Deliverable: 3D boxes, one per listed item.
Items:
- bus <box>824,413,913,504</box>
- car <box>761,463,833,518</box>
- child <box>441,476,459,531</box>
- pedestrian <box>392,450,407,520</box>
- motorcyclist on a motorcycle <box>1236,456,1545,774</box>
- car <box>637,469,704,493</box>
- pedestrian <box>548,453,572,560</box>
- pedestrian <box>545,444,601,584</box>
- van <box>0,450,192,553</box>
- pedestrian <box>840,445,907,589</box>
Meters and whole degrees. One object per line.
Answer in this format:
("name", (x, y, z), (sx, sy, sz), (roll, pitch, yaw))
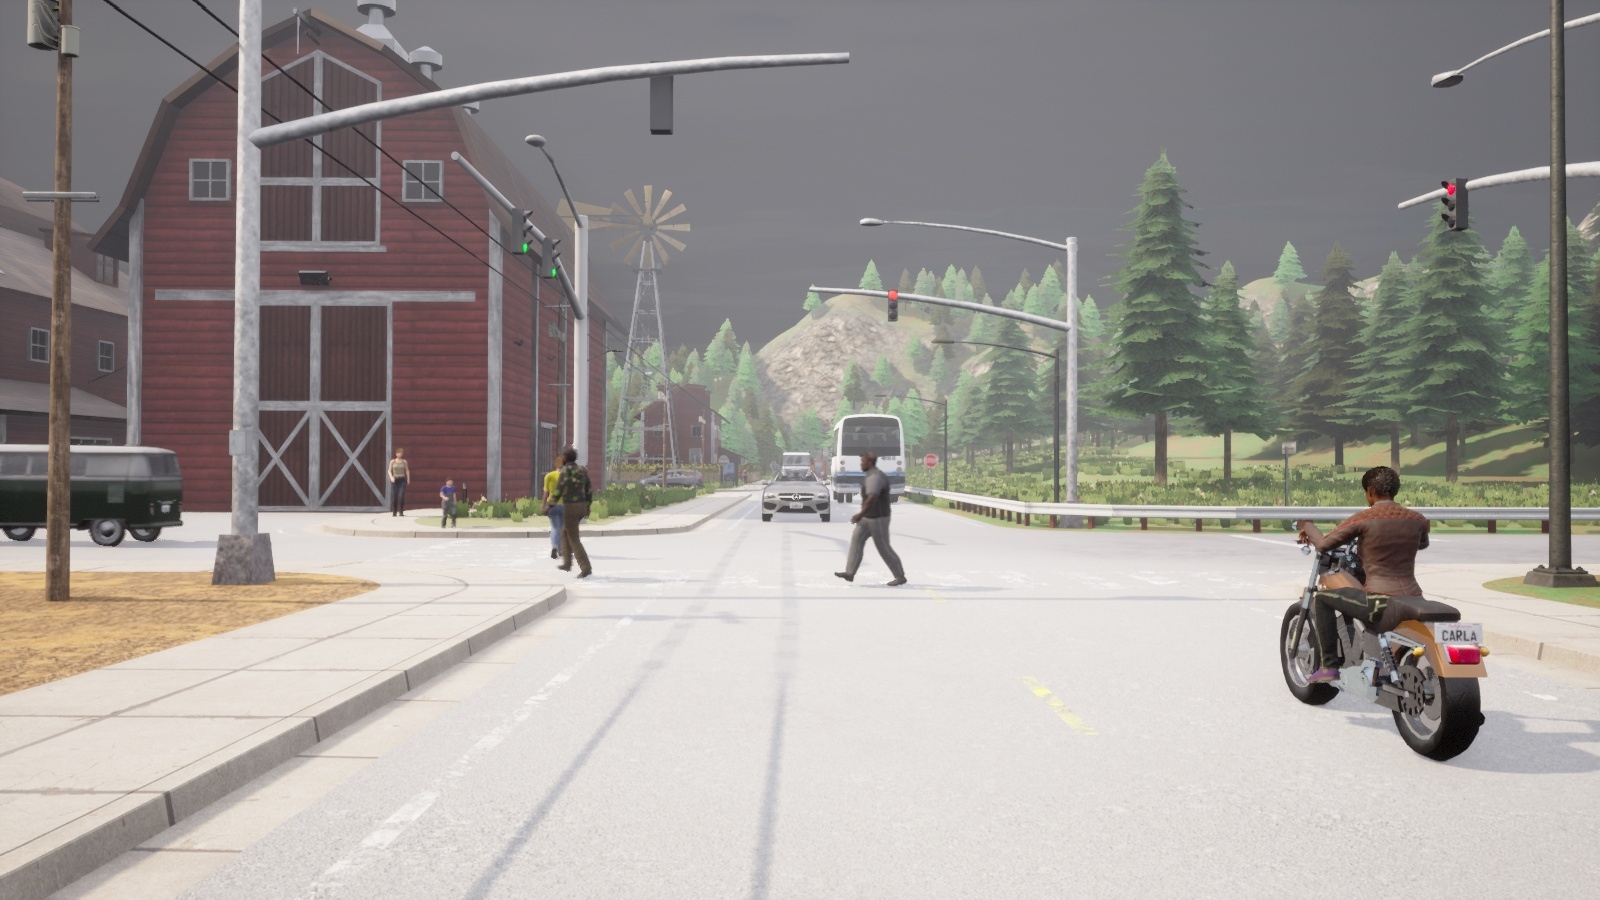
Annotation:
("bus", (3.324, 0.485, 64.242), (3.944, 4.253, 10.273), (0, -1, 0))
("car", (-0.108, 1.258, 40.282), (2.152, 1.651, 5.027), (0, -1, 0))
("child", (-8.186, 1.240, 29.375), (0.270, 1.263, 0.437), (0, -1, -37))
("pedestrian", (-10.516, 0.915, 32.979), (0.345, 1.836, 0.594), (0, -1, -21))
("motorcyclist on a motorcycle", (3.479, 0.878, 7.710), (0.766, 1.649, 2.350), (0, -1, 0))
("car", (-9.113, 2.149, 88.070), (4.611, 1.667, 2.242), (0, -1, -7))
("pedestrian", (-4.183, 0.968, 21.887), (0.354, 1.836, 0.706), (0, -1, -6))
("pedestrian", (-3.186, 0.884, 17.617), (0.692, 1.930, 0.395), (-1, -1, 35))
("van", (-14.795, 0.999, 25.054), (4.442, 1.987, 1.775), (0, -1, -1))
("pedestrian", (0.967, 0.876, 16.688), (0.849, 1.883, 0.563), (0, -1, 0))
